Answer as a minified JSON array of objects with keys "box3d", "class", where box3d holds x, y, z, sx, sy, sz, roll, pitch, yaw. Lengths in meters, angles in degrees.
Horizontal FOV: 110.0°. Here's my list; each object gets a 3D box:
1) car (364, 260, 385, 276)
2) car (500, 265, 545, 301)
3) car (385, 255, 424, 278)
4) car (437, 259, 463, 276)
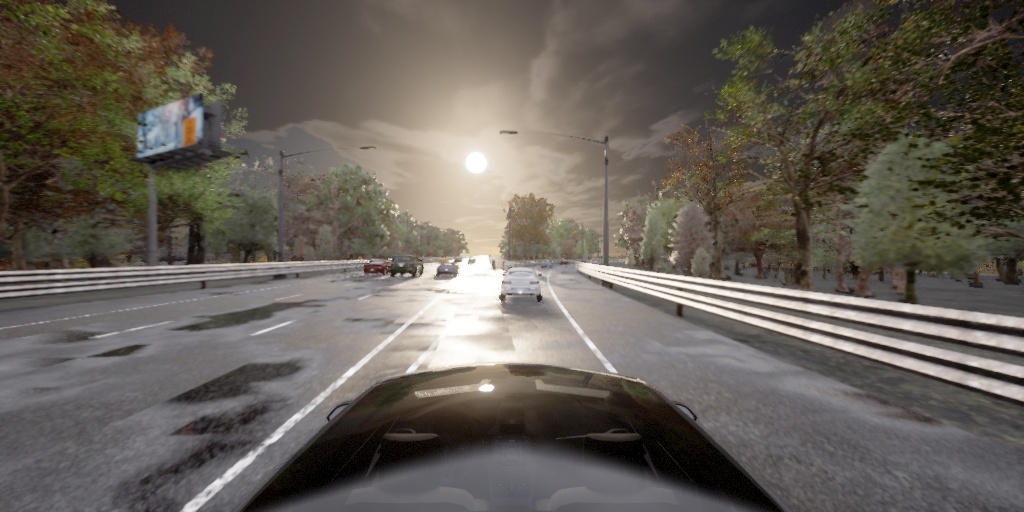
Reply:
[{"box3d":[-13.422,1.140,36.453,1.882,1.535,5.008,0,0,-4],"class":"car"},{"box3d":[0.474,1.279,17.436,1.812,1.442,4.674,0,0,3],"class":"car"},{"box3d":[-9.717,0.907,33.503,2.150,2.045,5.566,0,0,-4],"class":"car"},{"box3d":[-6.393,1.270,36.264,1.994,1.385,4.181,0,0,-4],"class":"car"}]
